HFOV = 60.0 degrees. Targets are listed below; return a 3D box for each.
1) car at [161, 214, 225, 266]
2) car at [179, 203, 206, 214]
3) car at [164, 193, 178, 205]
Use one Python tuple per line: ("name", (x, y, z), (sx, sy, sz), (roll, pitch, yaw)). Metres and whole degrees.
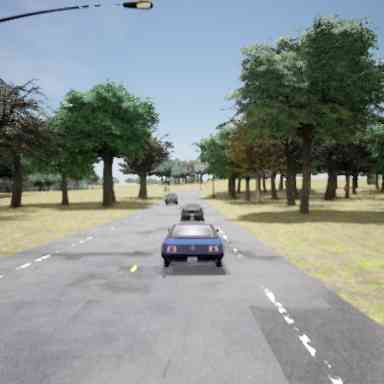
("car", (0.036, 1.688, 11.822), (1.895, 1.301, 4.718), (0, 0, 0))
("car", (0.038, 1.704, 27.500), (1.837, 1.490, 4.892), (0, 0, 1))
("car", (-3.565, 1.207, 58.593), (2.150, 2.045, 5.566), (0, 1, 1))
